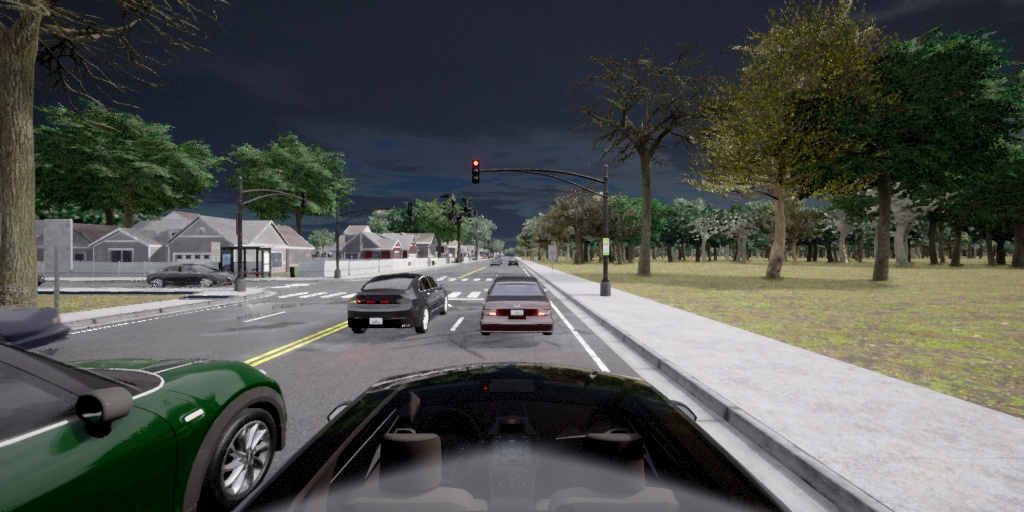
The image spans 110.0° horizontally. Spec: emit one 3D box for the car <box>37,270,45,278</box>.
[{"bbox_3d":[-33.160,1.154,23.014,4.553,1.767,2.097,-1,0,1],"label":"car"}]

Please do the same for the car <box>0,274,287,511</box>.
[{"bbox_3d":[-3.148,1.102,1.484,2.097,1.767,4.553,0,0,0],"label":"car"}]

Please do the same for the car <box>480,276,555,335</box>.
[{"bbox_3d":[0.118,1.297,10.429,2.033,1.411,5.357,0,0,0],"label":"car"}]

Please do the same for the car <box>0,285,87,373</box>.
[{"bbox_3d":[-9.787,1.297,4.700,2.033,1.411,5.357,0,0,1],"label":"car"}]

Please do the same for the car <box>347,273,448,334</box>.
[{"bbox_3d":[-3.138,1.254,10.682,1.837,1.490,4.892,0,0,0],"label":"car"}]

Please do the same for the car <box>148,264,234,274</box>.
[{"bbox_3d":[-20.365,1.282,22.949,4.892,1.490,1.837,0,0,-1],"label":"car"}]
